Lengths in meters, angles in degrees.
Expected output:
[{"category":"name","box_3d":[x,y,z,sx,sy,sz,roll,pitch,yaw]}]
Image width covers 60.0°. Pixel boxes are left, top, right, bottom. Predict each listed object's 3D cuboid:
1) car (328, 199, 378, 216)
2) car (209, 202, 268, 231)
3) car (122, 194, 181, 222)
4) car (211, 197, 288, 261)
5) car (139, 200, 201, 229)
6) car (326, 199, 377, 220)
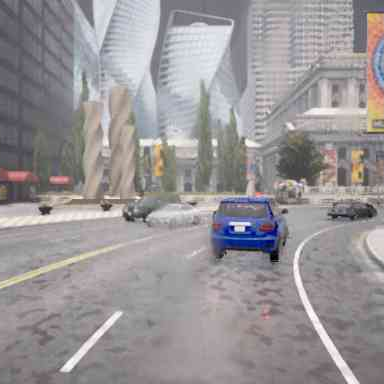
[{"category":"car","box_3d":[16.136,1.470,33.351,4.902,1.511,2.128,0,0,-30]},{"category":"car","box_3d":[3.140,1.454,21.391,1.882,1.535,5.008,0,0,32]},{"category":"car","box_3d":[-2.859,1.190,25.601,2.150,2.045,5.566,0,0,34]},{"category":"car","box_3d":[2.332,1.208,12.553,2.150,2.045,5.566,0,0,19]},{"category":"car","box_3d":[-1.095,1.496,21.739,1.812,1.442,4.674,0,0,31]},{"category":"car","box_3d":[13.296,1.530,27.558,5.357,1.411,2.033,0,0,-38]}]
